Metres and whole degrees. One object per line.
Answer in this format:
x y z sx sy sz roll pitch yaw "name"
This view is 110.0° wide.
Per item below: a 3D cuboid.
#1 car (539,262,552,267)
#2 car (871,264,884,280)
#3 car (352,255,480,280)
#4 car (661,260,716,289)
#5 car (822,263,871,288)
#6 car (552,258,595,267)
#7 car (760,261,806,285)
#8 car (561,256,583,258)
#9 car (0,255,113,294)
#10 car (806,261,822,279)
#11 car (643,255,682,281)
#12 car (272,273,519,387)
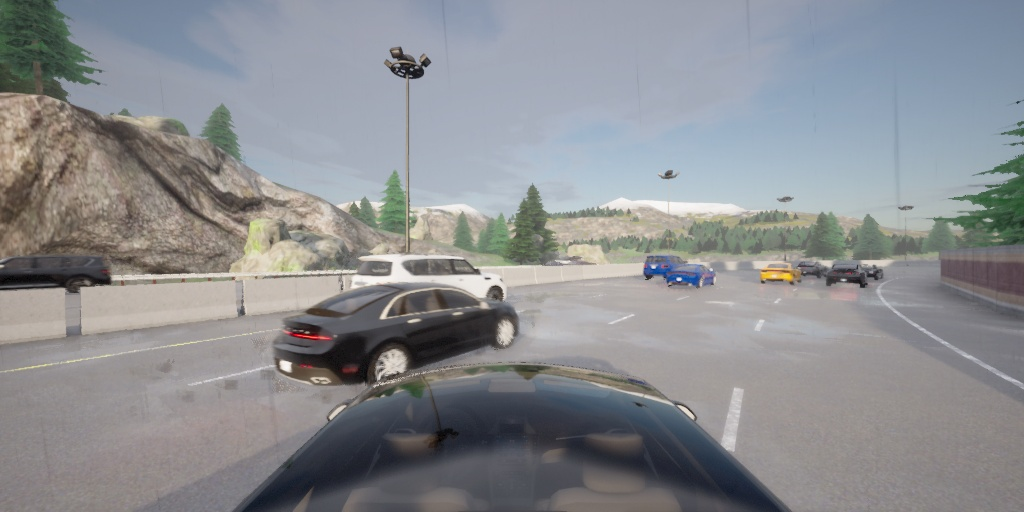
4.844 1.314 41.357 4.181 1.385 1.994 0 0 -43 "car"
30.456 1.351 30.886 4.718 1.301 1.895 0 0 -39 "car"
-2.493 0.973 11.862 2.150 2.045 5.566 0 0 36 "car"
11.719 1.227 23.280 1.882 1.535 5.008 0 0 43 "car"
22.504 1.255 24.065 4.892 1.490 1.837 0 0 -43 "car"
6.928 1.227 38.524 5.008 1.535 1.882 0 0 -43 "car"
19.790 1.228 26.313 5.008 1.535 1.882 0 0 -44 "car"
7.655 0.974 48.626 5.566 2.045 2.150 0 0 -41 "car"
-24.095 0.971 17.895 2.150 2.045 5.566 0 0 34 "car"
27.742 1.241 33.176 4.902 1.511 2.128 0 0 -39 "car"
12.797 0.967 29.387 5.566 2.045 2.150 1 -1 -44 "car"
-1.717 1.255 6.896 1.837 1.490 4.892 0 0 35 "car"
